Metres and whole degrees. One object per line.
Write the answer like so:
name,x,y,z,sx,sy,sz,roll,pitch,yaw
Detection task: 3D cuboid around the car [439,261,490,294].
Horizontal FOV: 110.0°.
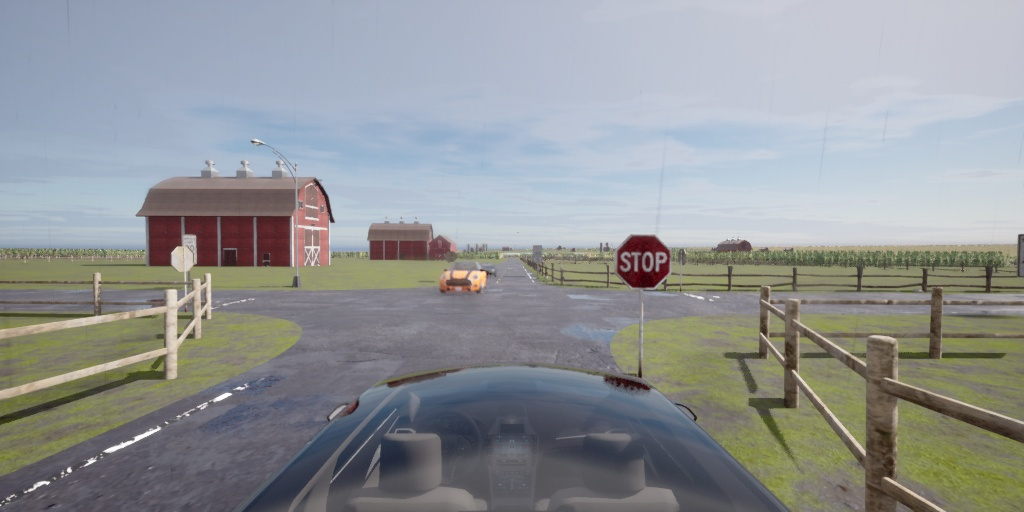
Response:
car,-2.553,1.061,19.598,2.097,1.767,4.553,0,-1,1

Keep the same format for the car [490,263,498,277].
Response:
car,-2.397,1.314,34.305,1.994,1.385,4.181,0,0,1
